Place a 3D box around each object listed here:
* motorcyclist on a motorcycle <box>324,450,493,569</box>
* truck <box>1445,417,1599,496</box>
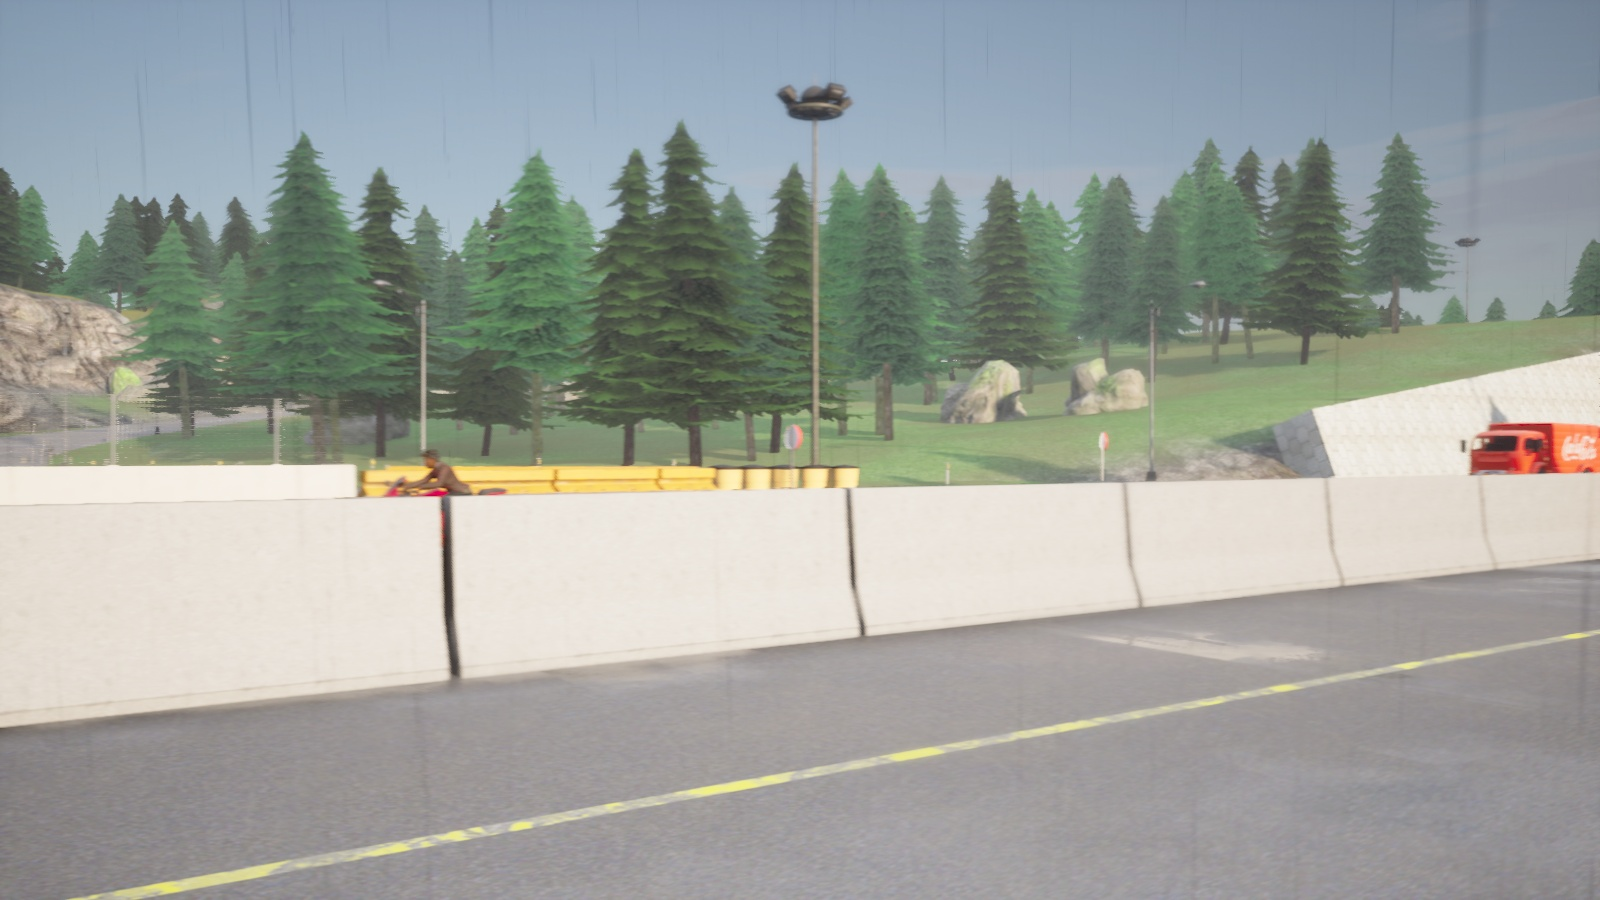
[{"bbox_3d":[-5.297,0.769,17.030,2.044,1.523,0.797,0,0,-35],"label":"motorcyclist on a motorcycle"},{"bbox_3d":[24.121,0.219,41.774,5.204,2.467,2.627,0,0,-35],"label":"truck"}]
